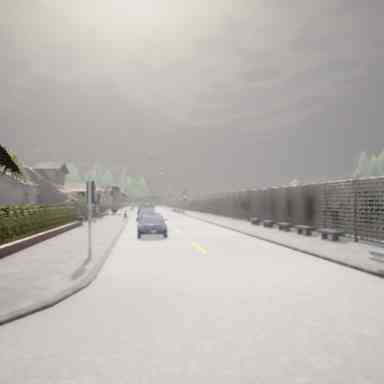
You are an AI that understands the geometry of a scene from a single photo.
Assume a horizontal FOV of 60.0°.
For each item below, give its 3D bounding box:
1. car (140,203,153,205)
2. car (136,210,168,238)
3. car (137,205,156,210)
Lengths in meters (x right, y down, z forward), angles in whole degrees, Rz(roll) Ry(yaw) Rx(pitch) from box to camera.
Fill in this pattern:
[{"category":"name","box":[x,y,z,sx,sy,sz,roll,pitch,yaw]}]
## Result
[{"category":"car","box":[-5.826,2.398,42.736,2.150,2.045,5.566,0,-1,-8]},{"category":"car","box":[-2.637,2.127,21.827,1.812,1.442,4.674,0,-1,-9]},{"category":"car","box":[-4.162,2.350,31.681,1.882,1.535,5.008,0,-1,-9]}]
